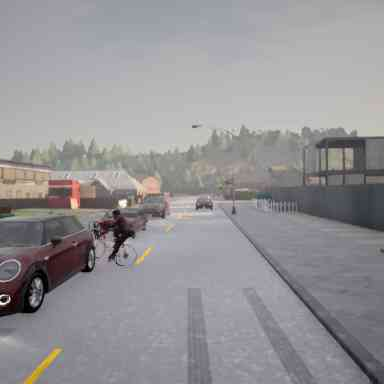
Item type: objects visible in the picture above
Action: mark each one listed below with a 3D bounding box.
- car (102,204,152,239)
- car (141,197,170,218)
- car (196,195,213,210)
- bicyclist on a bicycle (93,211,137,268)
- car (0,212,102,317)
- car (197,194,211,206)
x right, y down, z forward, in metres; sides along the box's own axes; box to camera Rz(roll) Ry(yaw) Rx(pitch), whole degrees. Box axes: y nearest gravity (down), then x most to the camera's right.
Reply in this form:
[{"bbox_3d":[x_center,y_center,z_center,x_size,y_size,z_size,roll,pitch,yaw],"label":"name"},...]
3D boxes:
[{"bbox_3d":[-3.521,1.537,17.170,1.895,1.301,4.718,-1,0,2],"label":"car"},{"bbox_3d":[-3.116,1.217,27.874,2.097,1.767,4.553,-1,0,2],"label":"car"},{"bbox_3d":[1.405,1.357,37.822,1.895,1.301,4.718,-1,0,2],"label":"car"},{"bbox_3d":[-2.320,1.374,9.977,1.656,1.620,0.582,12,-22,4],"label":"bicyclist on a bicycle"},{"bbox_3d":[-3.871,1.351,7.621,2.097,1.767,4.553,-1,0,2],"label":"car"},{"bbox_3d":[1.764,1.165,48.323,1.882,1.535,5.008,-1,0,3],"label":"car"}]
